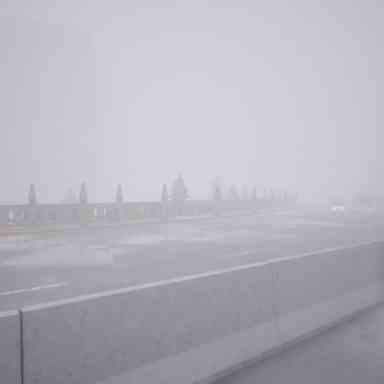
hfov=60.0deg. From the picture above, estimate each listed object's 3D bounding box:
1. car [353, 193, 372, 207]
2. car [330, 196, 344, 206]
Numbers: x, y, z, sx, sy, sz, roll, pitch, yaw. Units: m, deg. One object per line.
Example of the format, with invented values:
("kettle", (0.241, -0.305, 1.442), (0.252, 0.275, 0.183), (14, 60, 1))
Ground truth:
("car", (26.371, 1.166, 51.655), (2.150, 2.045, 5.566), (0, 0, 20))
("car", (23.201, 1.435, 53.218), (2.128, 1.511, 4.902), (0, 0, 19))
